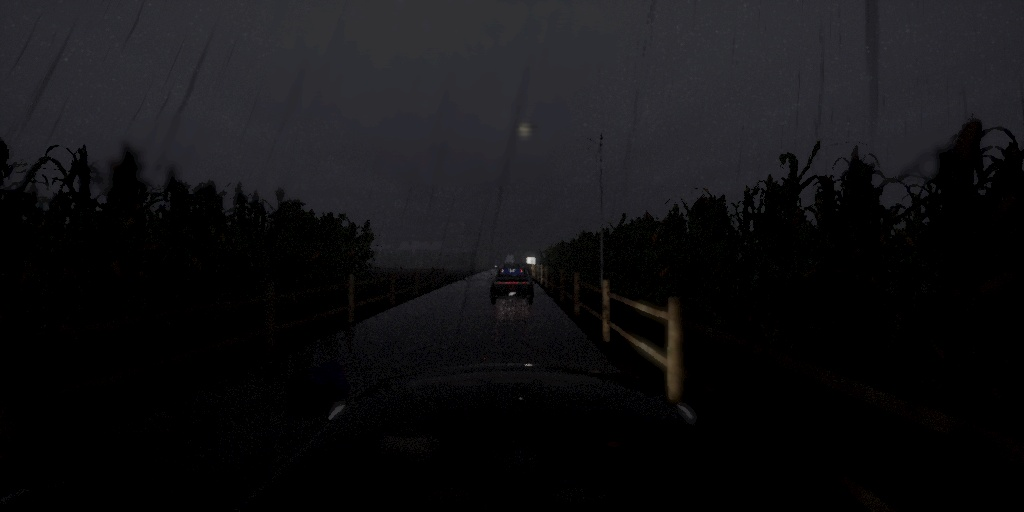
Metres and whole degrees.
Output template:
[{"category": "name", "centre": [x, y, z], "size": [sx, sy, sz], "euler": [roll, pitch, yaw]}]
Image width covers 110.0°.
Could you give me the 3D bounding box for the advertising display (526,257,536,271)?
[{"category": "advertising display", "centre": [3.125, 1.364, 59.520], "size": [1.540, 2.440, 0.280], "euler": [0, 0, 0]}]

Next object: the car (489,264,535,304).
[{"category": "car", "centre": [0.000, 1.294, 16.504], "size": [2.128, 1.511, 4.902], "euler": [0, 0, 0]}]

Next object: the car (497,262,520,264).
[{"category": "car", "centre": [0.000, 1.295, 31.479], "size": [2.097, 1.767, 4.553], "euler": [0, -1, 0]}]
